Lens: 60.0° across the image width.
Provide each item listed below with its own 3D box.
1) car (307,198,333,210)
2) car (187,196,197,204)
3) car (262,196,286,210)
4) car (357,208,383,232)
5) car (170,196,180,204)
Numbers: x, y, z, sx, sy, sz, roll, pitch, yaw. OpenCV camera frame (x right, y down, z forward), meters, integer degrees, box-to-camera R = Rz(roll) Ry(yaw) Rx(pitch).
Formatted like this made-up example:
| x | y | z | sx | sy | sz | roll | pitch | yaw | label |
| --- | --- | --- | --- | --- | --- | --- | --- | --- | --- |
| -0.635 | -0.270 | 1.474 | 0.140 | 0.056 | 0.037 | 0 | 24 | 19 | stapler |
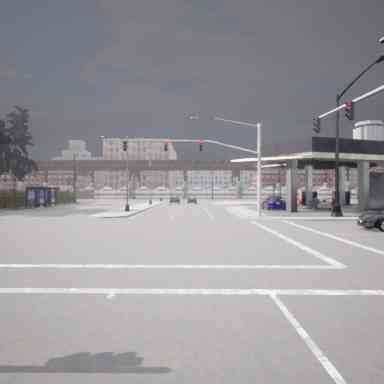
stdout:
| x | y | z | sx | sy | sz | roll | pitch | yaw | label |
| --- | --- | --- | --- | --- | --- | --- | --- | --- | --- |
| 15.469 | 1.456 | 40.452 | 1.970 | 1.475 | 3.806 | 0 | 0 | 0 | car |
| 0.022 | 1.547 | 64.370 | 2.033 | 1.411 | 5.357 | 0 | 0 | 0 | car |
| 9.724 | 1.295 | 39.691 | 2.242 | 1.667 | 4.611 | 0 | 0 | 0 | car |
| 12.297 | 1.505 | 19.528 | 4.892 | 1.490 | 1.837 | 0 | 0 | -1 | car |
| -3.376 | 1.491 | 66.292 | 2.128 | 1.511 | 4.902 | 0 | 0 | 0 | car |
